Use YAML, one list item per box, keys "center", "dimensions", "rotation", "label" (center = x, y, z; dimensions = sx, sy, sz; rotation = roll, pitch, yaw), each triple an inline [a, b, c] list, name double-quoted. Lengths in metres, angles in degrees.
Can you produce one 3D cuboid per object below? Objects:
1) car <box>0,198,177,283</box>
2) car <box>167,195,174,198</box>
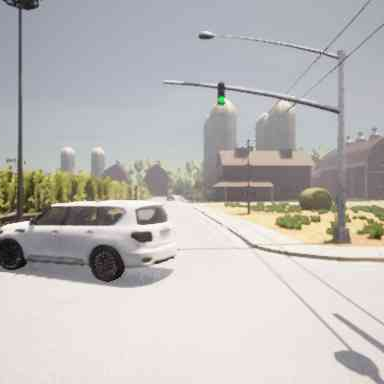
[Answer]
- center: [-3.174, 1.272, 9.802]
  dimensions: [5.566, 2.045, 2.150]
  rotation: [0, -1, 22]
  label: "car"
- center: [-5.974, 1.506, 91.380]
  dimensions: [1.994, 1.385, 4.181]
  rotation: [0, 0, -4]
  label: "car"
